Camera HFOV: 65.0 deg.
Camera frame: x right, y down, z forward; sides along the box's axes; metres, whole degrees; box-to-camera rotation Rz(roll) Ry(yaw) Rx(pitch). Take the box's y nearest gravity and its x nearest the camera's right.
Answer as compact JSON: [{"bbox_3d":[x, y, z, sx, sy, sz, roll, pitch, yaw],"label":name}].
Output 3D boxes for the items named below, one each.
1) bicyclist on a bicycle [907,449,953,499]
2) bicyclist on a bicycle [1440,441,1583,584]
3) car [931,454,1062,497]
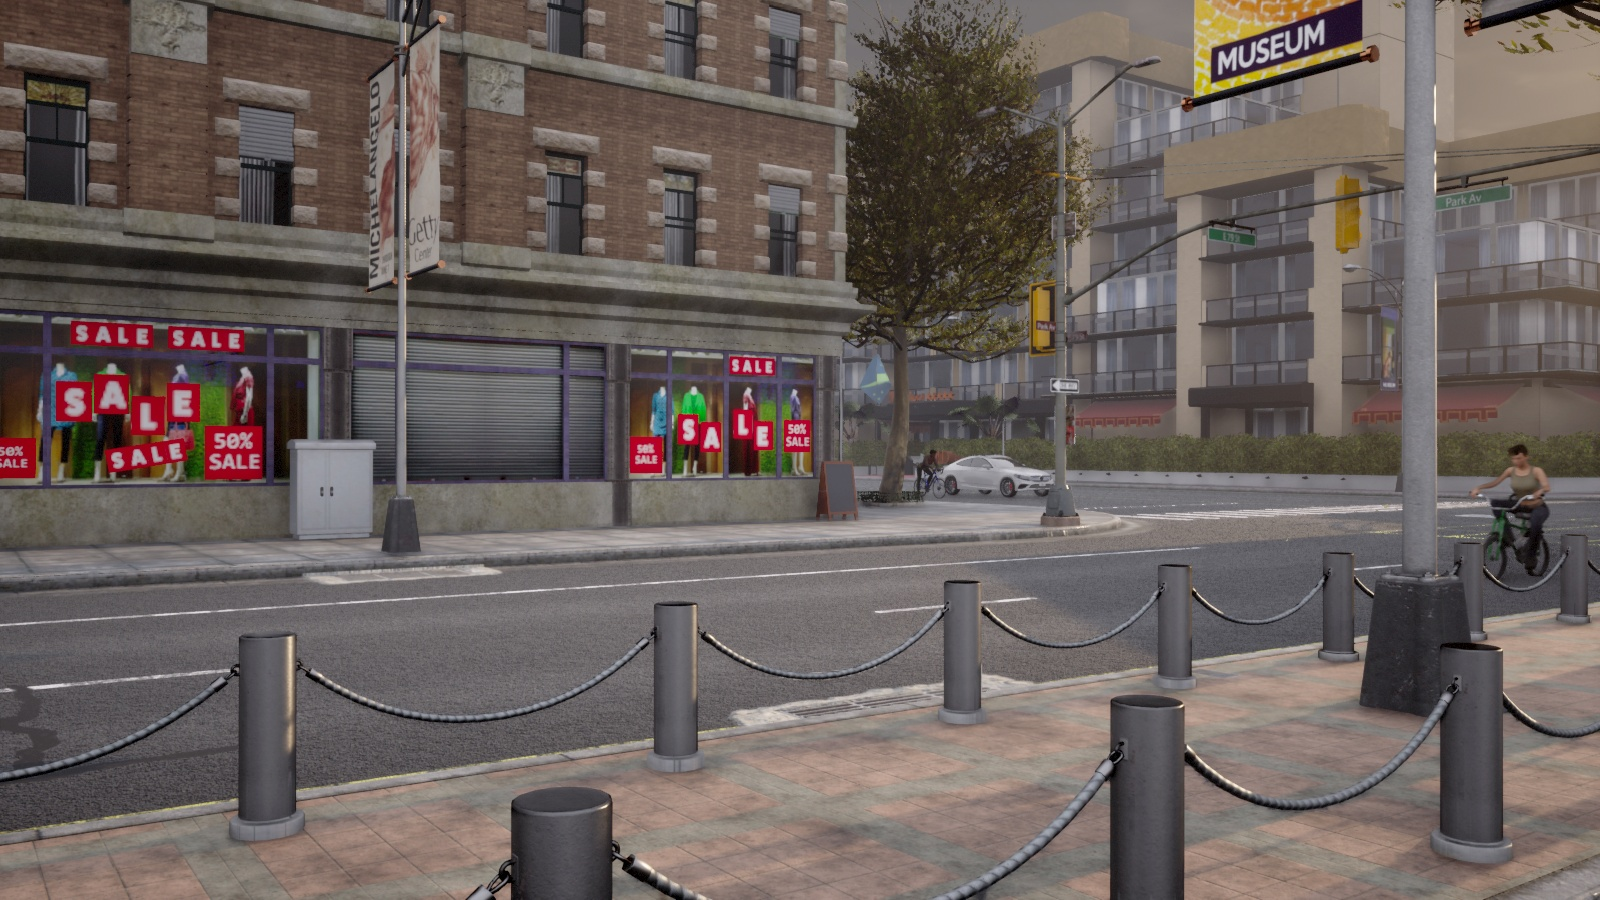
[{"bbox_3d":[4.320,0.791,41.780,0.582,1.620,1.656,0,0,-35],"label":"bicyclist on a bicycle"},{"bbox_3d":[8.450,0.700,14.912,1.509,1.612,0.866,0,0,-33],"label":"bicyclist on a bicycle"},{"bbox_3d":[6.844,0.864,44.275,1.812,1.442,4.674,0,0,-35],"label":"car"}]
